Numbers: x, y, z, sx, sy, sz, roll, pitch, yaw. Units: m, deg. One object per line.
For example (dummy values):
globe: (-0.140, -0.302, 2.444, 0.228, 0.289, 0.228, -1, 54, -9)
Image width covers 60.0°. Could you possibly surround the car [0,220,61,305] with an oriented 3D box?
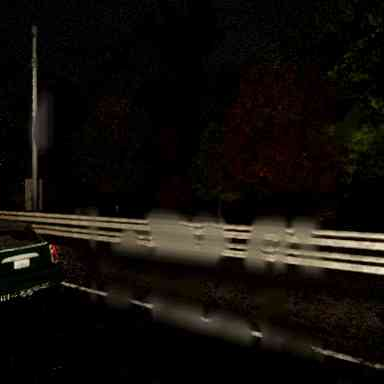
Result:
car: (-5.133, 1.389, 7.289, 4.553, 1.767, 2.097, 0, 0, 27)
